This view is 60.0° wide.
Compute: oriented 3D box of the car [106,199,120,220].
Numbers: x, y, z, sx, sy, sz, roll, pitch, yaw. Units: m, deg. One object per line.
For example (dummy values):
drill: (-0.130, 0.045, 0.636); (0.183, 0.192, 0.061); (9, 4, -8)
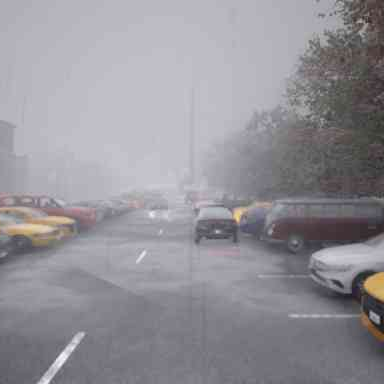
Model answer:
car: (-8.065, 1.479, 24.094); (4.792, 1.488, 2.163); (0, 0, 0)

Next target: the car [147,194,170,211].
car: (-3.586, 1.316, 37.836); (1.837, 1.490, 4.892); (0, 1, 0)

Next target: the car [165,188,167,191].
car: (-7.999, 0.322, 65.882); (4.792, 1.488, 2.163); (0, 3, 0)

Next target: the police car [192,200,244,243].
police car: (1.053, 1.409, 16.193); (1.930, 1.638, 5.238); (0, 0, 0)

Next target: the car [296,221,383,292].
car: (5.044, 1.514, 7.424); (4.674, 1.452, 2.002); (0, 0, 0)

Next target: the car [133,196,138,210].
car: (-8.031, 1.417, 32.460); (4.674, 1.452, 2.002); (0, 1, 0)

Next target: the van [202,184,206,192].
van: (4.925, -0.077, 68.730); (4.442, 1.987, 1.878); (-1, 3, 0)

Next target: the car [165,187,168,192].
car: (-8.057, 0.180, 68.662); (4.792, 1.488, 2.163); (0, 3, 0)

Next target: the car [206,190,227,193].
car: (5.020, 0.936, 52.146); (4.792, 1.488, 2.163); (0, 2, 0)

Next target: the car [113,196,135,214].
car: (-8.041, 1.409, 29.671); (5.008, 1.535, 2.097); (0, 1, 0)

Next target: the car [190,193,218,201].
car: (1.055, 1.252, 32.046); (2.097, 1.767, 4.553); (0, 1, 0)

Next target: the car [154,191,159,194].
car: (-8.060, 0.943, 51.968); (4.792, 1.488, 2.163); (0, 2, 0)

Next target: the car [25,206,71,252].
car: (-7.852, 1.464, 12.959); (5.366, 1.575, 1.946); (0, 0, 0)

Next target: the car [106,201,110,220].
car: (-8.039, 1.497, 21.309); (4.674, 1.452, 2.002); (0, 0, 0)

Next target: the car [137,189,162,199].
car: (-7.998, 0.308, 63.092); (4.553, 1.767, 2.185); (0, 3, 0)

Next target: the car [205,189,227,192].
car: (5.235, 0.803, 54.799); (5.366, 1.575, 1.946); (0, 2, 0)

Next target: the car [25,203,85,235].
car: (-8.042, 1.464, 15.742); (5.008, 1.535, 2.097); (0, 0, 0)

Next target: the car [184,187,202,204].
car: (0.011, 0.693, 50.778); (2.150, 2.045, 5.566); (0, 2, 0)

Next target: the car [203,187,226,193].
car: (5.054, 0.323, 66.073); (4.674, 1.452, 2.002); (0, 3, 0)

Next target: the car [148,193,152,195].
car: (-8.061, 1.193, 43.601); (4.792, 1.488, 2.163); (0, 1, 0)

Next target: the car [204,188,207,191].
car: (5.054, 0.464, 63.292); (4.674, 1.452, 2.002); (0, 3, 0)

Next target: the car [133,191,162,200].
car: (-8.035, 0.567, 60.322); (5.008, 1.535, 2.097); (0, 2, 0)

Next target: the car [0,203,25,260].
car: (-8.069, 1.345, 10.301); (4.553, 1.767, 2.185); (0, 0, 0)

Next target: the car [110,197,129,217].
car: (-8.040, 1.433, 26.881); (5.008, 1.535, 2.097); (0, 0, 0)

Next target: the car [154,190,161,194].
car: (-8.037, 0.809, 54.744); (4.892, 1.521, 2.231); (0, 2, 0)

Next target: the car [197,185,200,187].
car: (0.013, 0.166, 65.951); (2.097, 1.767, 4.553); (0, 3, 0)

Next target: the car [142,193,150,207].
car: (-8.004, 1.259, 40.814); (4.792, 1.488, 2.163); (0, 1, 0)

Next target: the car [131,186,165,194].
car: (-8.001, 0.441, 57.520); (5.566, 2.045, 2.435); (0, 2, 0)

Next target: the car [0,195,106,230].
car: (-8.008, 1.209, 18.525); (5.566, 2.045, 2.435); (0, 0, 0)

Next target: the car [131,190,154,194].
car: (-8.063, 0.963, 46.384); (4.553, 1.767, 2.185); (0, 2, 0)

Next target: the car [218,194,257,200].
car: (4.861, 1.331, 35.416); (5.366, 1.575, 1.946); (0, 1, 0)

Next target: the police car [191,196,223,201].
police car: (1.055, 1.383, 26.190); (1.930, 1.638, 5.238); (0, 0, 0)

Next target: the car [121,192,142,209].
car: (-8.002, 1.211, 35.245); (4.553, 1.767, 2.185); (0, 1, 0)

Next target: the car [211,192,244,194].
car: (5.042, 1.163, 43.650); (4.892, 1.521, 2.231); (0, 2, 0)

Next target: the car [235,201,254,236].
car: (5.229, 1.458, 18.563); (5.366, 1.575, 1.946); (0, 0, 0)

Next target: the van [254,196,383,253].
van: (4.926, 1.241, 12.993); (4.442, 1.987, 1.878); (0, 0, 0)

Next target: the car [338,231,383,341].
car: (5.046, 1.476, 4.638); (5.008, 1.535, 2.097); (0, 0, 0)
